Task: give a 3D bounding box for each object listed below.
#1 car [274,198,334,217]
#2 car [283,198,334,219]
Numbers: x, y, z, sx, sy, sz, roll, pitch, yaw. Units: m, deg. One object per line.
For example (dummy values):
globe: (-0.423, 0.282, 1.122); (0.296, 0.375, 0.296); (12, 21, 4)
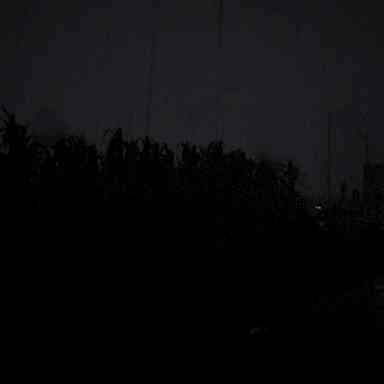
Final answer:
car: (10.190, 1.357, 30.616); (1.882, 1.535, 5.008); (0, 0, -36)
car: (9.156, 1.258, 26.963); (2.097, 1.767, 4.553); (0, 1, -36)
